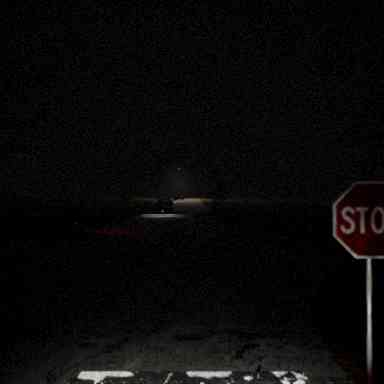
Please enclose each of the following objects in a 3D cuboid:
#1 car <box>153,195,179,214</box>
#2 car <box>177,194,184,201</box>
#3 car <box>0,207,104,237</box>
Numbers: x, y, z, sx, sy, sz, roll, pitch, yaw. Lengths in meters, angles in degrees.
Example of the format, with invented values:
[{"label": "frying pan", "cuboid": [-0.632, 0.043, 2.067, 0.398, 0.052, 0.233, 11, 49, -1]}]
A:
[{"label": "car", "cuboid": [-2.719, 1.354, 33.294, 2.033, 1.411, 5.357, 0, 0, 0]}, {"label": "car", "cuboid": [-2.685, 1.162, 70.008, 1.994, 1.385, 4.181, 0, 0, 0]}, {"label": "car", "cuboid": [-6.645, 1.328, 15.423, 4.718, 1.301, 1.895, 3, -1, -30]}]
